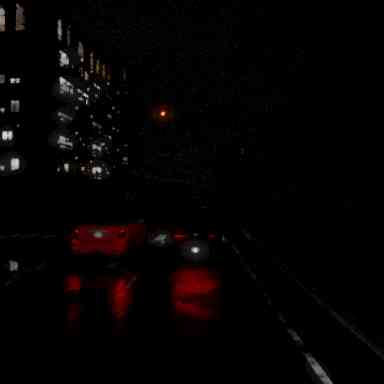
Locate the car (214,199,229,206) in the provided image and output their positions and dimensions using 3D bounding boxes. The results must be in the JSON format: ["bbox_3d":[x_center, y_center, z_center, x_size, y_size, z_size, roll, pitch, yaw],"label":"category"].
[{"bbox_3d":[6.405,2.466,73.701,1.994,1.385,4.181,0,-1,11],"label":"car"}]

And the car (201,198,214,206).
[{"bbox_3d":[3.055,2.406,73.431,1.837,1.490,4.892,0,-1,10],"label":"car"}]

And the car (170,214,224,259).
[{"bbox_3d":[0.204,1.634,13.222,1.837,1.490,4.892,0,0,2],"label":"car"}]

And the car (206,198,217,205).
[{"bbox_3d":[4.955,2.372,83.588,2.097,1.767,4.553,0,-1,12],"label":"car"}]

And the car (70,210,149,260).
[{"bbox_3d":[-3.046,1.478,13.228,2.097,1.767,4.553,0,-1,2],"label":"car"}]

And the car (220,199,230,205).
[{"bbox_3d":[8.234,2.501,83.395,1.882,1.535,5.008,0,-1,12],"label":"car"}]
